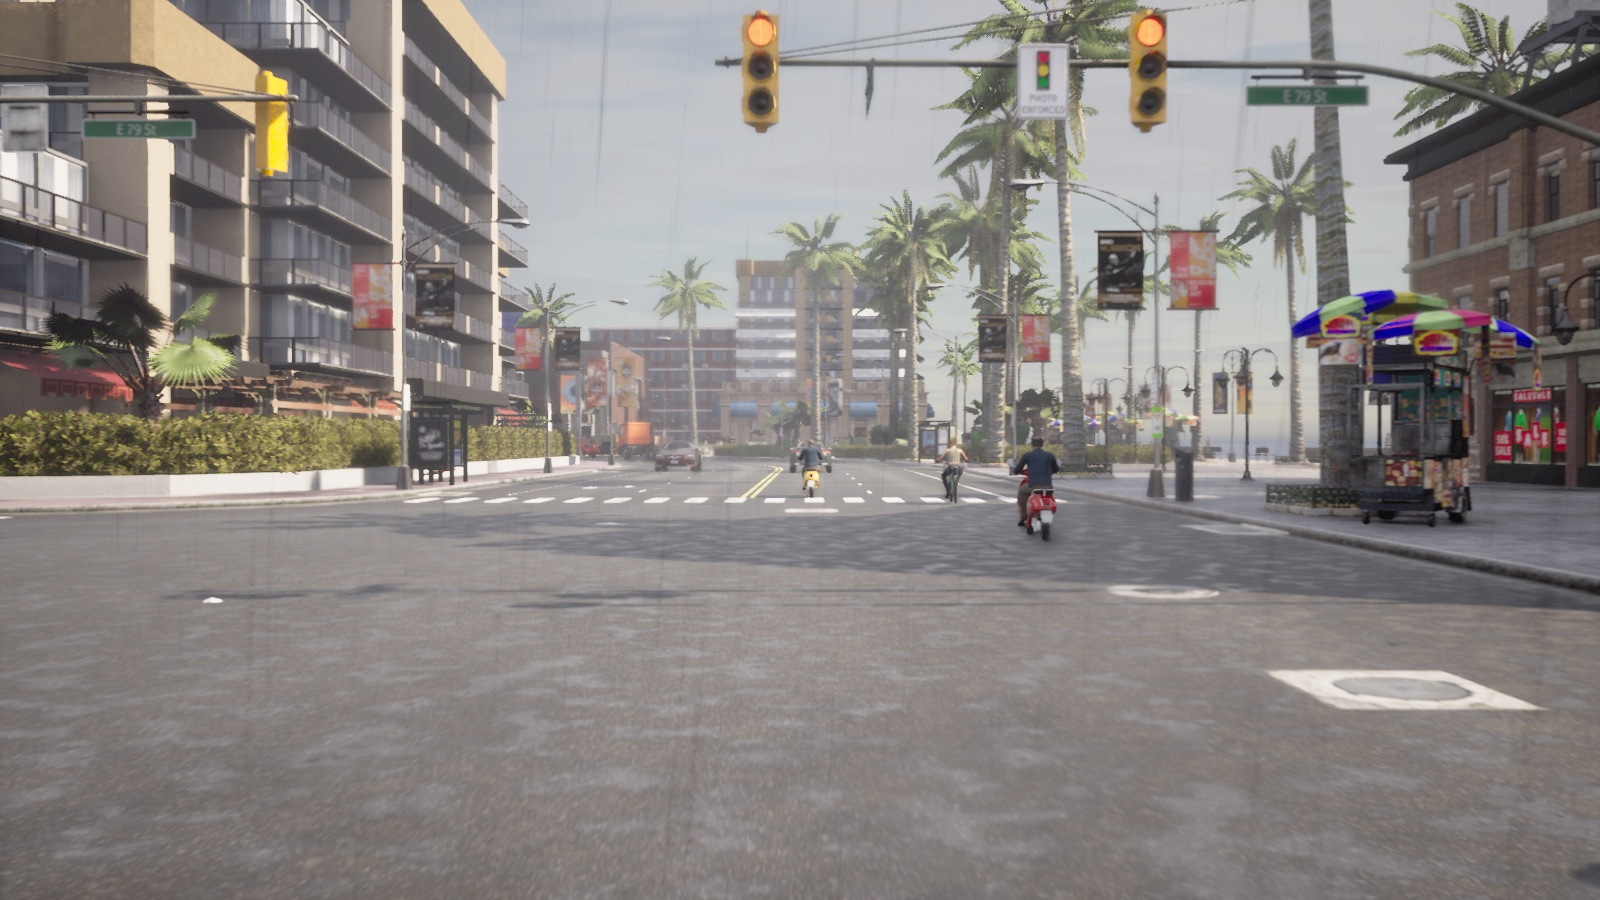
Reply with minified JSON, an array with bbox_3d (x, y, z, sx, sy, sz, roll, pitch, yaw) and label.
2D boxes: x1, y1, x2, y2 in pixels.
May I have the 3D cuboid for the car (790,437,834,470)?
[{"bbox_3d":[0.602,0.162,64.488,2.152,1.651,5.027,0,0,1],"label":"car"}]

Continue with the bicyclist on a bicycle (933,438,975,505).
[{"bbox_3d":[3.797,0.510,31.048,0.866,1.612,1.509,0,0,1],"label":"bicyclist on a bicycle"}]

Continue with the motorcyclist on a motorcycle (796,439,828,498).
[{"bbox_3d":[0.337,0.503,35.016,0.866,1.590,1.817,0,0,1],"label":"motorcyclist on a motorcycle"}]

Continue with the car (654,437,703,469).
[{"bbox_3d":[-6.381,0.148,66.457,2.152,1.651,5.027,0,0,0],"label":"car"}]

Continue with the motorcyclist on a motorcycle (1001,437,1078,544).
[{"bbox_3d":[3.698,0.591,19.529,0.866,1.590,1.817,0,0,1],"label":"motorcyclist on a motorcycle"}]
